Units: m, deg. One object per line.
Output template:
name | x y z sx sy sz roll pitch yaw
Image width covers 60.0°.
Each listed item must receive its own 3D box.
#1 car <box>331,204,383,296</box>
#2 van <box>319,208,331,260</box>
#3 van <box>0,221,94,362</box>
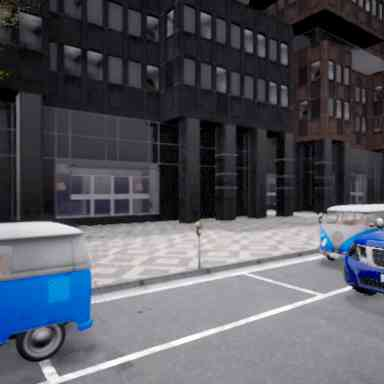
car | 5.753 1.192 7.484 5.566 2.045 2.150 0 0 -36
van | 5.820 1.305 10.803 3.998 1.788 1.690 0 0 -36
van | -3.326 1.342 4.276 3.998 1.788 1.690 0 0 -36
